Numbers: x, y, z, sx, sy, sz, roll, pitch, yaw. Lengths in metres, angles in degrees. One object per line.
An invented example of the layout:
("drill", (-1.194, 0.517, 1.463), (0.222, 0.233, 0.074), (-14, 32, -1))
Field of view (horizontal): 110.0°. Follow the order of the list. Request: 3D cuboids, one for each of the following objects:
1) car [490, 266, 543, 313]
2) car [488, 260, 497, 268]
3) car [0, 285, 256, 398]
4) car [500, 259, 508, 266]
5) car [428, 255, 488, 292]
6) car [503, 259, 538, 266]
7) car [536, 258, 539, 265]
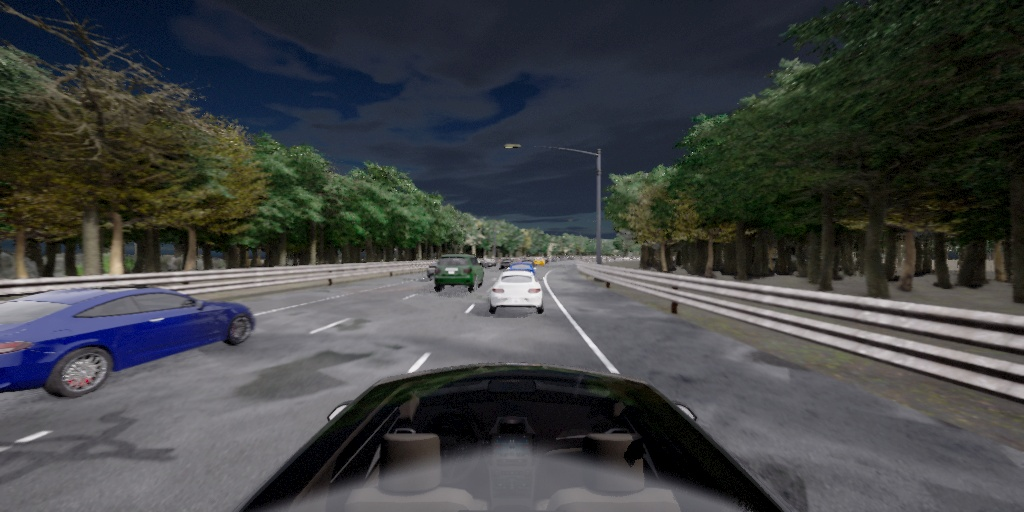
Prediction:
("car", (0.197, 1.272, 13.812), (1.812, 1.442, 4.674), (0, 0, 2))
("car", (-3.605, 1.313, 56.693), (1.895, 1.301, 4.718), (0, 0, 7))
("car", (-6.884, 1.247, 6.354), (1.812, 1.442, 4.674), (1, 0, 1))
("car", (-0.545, 1.229, 51.787), (1.837, 1.490, 4.892), (0, 0, 7))
("car", (-3.021, 0.956, 21.397), (2.150, 2.045, 5.566), (0, 0, 3))
("car", (0.676, 1.219, 25.293), (1.882, 1.535, 5.008), (0, 0, 3))
("car", (1.810, 1.240, 40.986), (1.837, 1.490, 4.892), (0, 0, 5))
